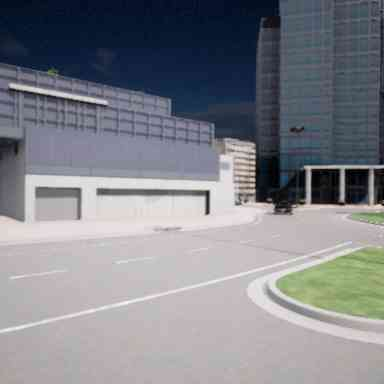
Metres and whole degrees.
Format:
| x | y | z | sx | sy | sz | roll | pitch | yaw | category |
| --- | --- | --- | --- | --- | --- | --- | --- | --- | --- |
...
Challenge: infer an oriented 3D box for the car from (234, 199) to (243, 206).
| x | y | z | sx | sy | sz | roll | pitch | yaw | category |
| --- | --- | --- | --- | --- | --- | --- | --- | --- | --- |
| 6.613 | 1.712 | 55.954 | 1.994 | 1.385 | 4.181 | 1 | 0 | -32 | car |

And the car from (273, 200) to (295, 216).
| x | y | z | sx | sy | sz | roll | pitch | yaw | category |
| --- | --- | --- | --- | --- | --- | --- | --- | --- | --- |
| 9.691 | 1.657 | 35.133 | 1.837 | 1.490 | 4.892 | 1 | 0 | 18 | car |
